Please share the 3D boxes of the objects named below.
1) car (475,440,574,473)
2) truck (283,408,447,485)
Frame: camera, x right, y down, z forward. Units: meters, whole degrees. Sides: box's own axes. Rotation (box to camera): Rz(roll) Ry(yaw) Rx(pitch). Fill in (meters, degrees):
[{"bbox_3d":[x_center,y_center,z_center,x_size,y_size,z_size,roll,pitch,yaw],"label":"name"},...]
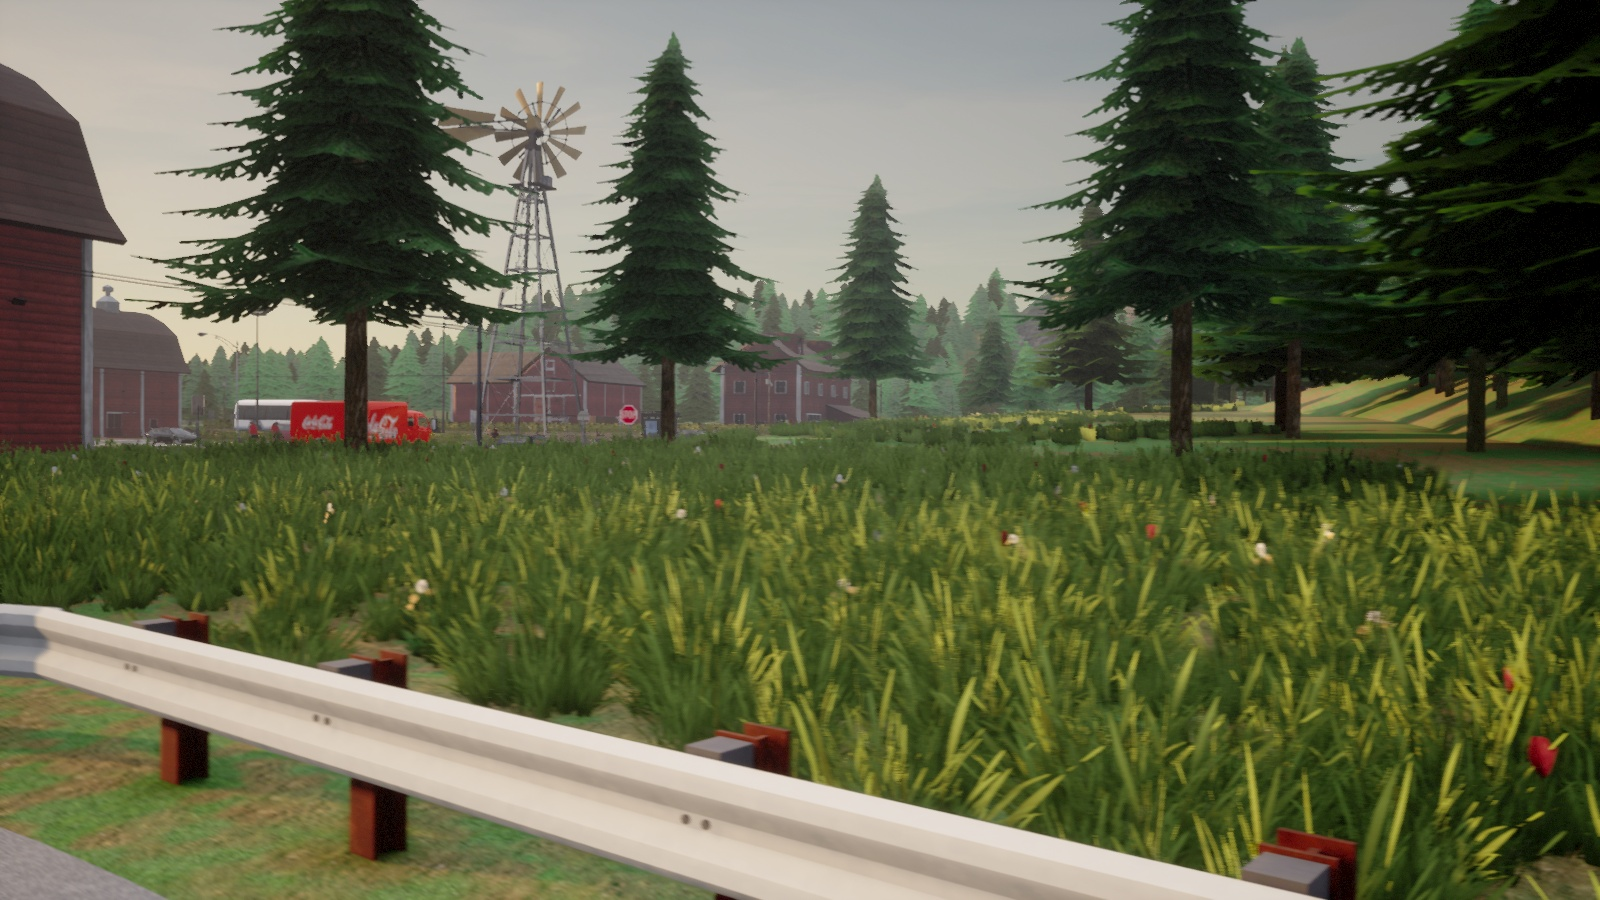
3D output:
[{"bbox_3d":[-11.523,0.240,52.896,1.895,1.301,4.718,0,1,18],"label":"car"},{"bbox_3d":[-14.784,-0.174,43.056,2.627,2.467,5.204,0,2,18],"label":"truck"}]
